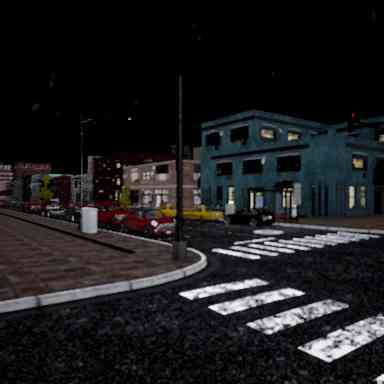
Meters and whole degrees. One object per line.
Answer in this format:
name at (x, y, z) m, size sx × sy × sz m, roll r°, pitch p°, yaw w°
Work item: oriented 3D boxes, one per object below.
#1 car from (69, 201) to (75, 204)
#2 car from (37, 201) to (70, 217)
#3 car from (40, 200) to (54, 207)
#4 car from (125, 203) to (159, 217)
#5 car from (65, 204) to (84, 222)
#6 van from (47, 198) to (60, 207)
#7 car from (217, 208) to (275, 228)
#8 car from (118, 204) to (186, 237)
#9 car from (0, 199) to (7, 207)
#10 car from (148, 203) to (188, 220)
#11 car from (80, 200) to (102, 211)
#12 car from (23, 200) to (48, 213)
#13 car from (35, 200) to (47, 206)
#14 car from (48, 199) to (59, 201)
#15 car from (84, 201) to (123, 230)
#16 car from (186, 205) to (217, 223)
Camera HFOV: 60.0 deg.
car at (-22.654, 2.397, 61.300) m, size 1.802 × 1.307 × 4.206 m, roll -1°, pitch 0°, yaw -36°
car at (-15.931, 2.116, 38.180) m, size 2.008 × 1.369 × 4.403 m, roll -1°, pitch 0°, yaw -36°
car at (-32.743, 2.560, 74.935) m, size 1.887 × 1.381 × 4.507 m, roll -1°, pitch 0°, yaw -36°
car at (-5.840, 2.033, 38.577) m, size 2.008 × 1.369 × 4.403 m, roll -1°, pitch 0°, yaw -37°
car at (-9.205, 1.983, 29.091) m, size 2.008 × 1.369 × 4.403 m, roll -1°, pitch 0°, yaw -37°
van at (-29.384, 2.290, 70.391) m, size 1.690 × 1.788 × 3.998 m, roll -1°, pitch 0°, yaw -36°
car at (4.250, 1.849, 24.943) m, size 1.947 × 1.339 × 4.313 m, roll -1°, pitch 0°, yaw -36°
car at (-2.480, 1.740, 20.002) m, size 1.967 × 1.590 × 4.097 m, roll -1°, pitch 0°, yaw -37°
car at (-42.873, 2.413, 74.514) m, size 2.192 × 1.841 × 5.009 m, roll -1°, pitch 0°, yaw -36°
car at (-2.579, 1.944, 34.169) m, size 1.752 × 1.417 × 4.829 m, roll -1°, pitch 0°, yaw -37°
car at (-15.931, 2.122, 52.211) m, size 1.967 × 1.590 × 4.097 m, roll -1°, pitch 0°, yaw -36°
car at (-22.661, 2.013, 47.270) m, size 2.192 × 1.841 × 5.009 m, roll -1°, pitch 0°, yaw -36°
car at (-36.207, 2.609, 79.616) m, size 1.752 × 1.417 × 4.829 m, roll -1°, pitch 0°, yaw -36°
car at (-25.698, 2.365, 61.061) m, size 1.812 × 1.442 × 4.674 m, roll 0°, pitch -1°, yaw -35°
car at (-5.846, 1.681, 24.547) m, size 2.192 × 1.841 × 5.009 m, roll -1°, pitch 0°, yaw -37°
car at (0.785, 1.877, 29.624) m, size 1.752 × 1.417 × 4.829 m, roll -1°, pitch 0°, yaw -37°
